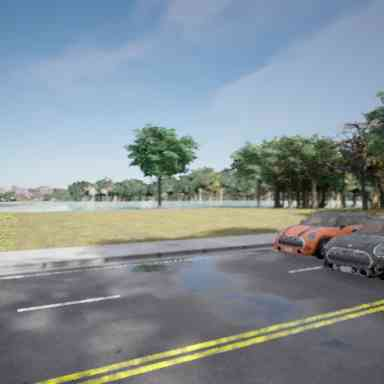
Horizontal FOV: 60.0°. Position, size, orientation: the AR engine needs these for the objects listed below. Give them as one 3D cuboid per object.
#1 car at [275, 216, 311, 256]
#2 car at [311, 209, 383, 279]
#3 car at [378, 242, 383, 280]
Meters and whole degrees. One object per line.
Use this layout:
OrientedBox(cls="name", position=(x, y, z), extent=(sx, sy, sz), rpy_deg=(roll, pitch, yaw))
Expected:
OrientedBox(cls="car", position=(5.573, 1.584, 13.468), extent=(4.553, 1.767, 2.097), rpy_deg=(0, -1, -28))
OrientedBox(cls="car", position=(6.157, 1.522, 10.098), extent=(4.553, 1.767, 2.097), rpy_deg=(0, -1, -28))
OrientedBox(cls="car", position=(5.702, 1.623, 5.947), extent=(4.674, 1.442, 1.812), rpy_deg=(0, -1, -28))
